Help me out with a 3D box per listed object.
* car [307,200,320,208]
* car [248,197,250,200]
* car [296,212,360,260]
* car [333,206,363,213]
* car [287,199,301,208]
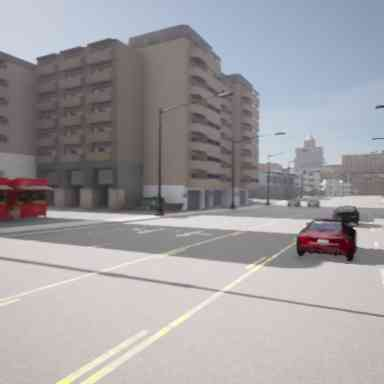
[{"bbox_3d":[22.463,2.152,61.273,2.128,1.511,4.902,0,0,28],"label":"car"},{"bbox_3d":[13.347,1.464,84.857,1.970,1.475,3.806,0,2,28],"label":"car"},{"bbox_3d":[5.505,1.703,13.315,1.994,1.385,4.181,0,-1,28],"label":"car"},{"bbox_3d":[12.413,1.850,26.624,1.837,1.490,4.892,0,0,28],"label":"car"},{"bbox_3d":[19.322,2.134,62.810,2.128,1.511,4.902,0,0,28],"label":"car"}]
